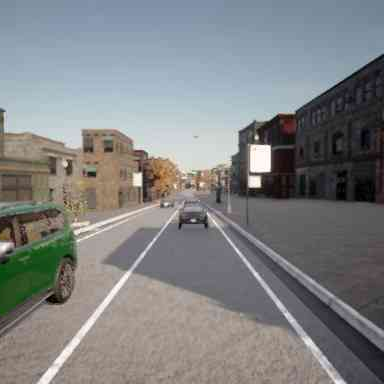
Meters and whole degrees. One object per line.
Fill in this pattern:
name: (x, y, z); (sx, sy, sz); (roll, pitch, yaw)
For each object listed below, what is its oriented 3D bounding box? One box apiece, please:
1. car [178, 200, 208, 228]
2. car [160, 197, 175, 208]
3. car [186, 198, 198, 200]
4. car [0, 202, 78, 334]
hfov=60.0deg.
car: (0.070, 1.519, 22.011); (1.812, 1.442, 4.674); (0, 0, 0)
car: (-3.516, 1.532, 47.575); (2.128, 1.511, 4.902); (0, 0, 0)
car: (-0.015, 1.502, 41.999); (1.882, 1.535, 5.008); (0, 0, 0)
car: (-3.595, 1.218, 5.202); (2.150, 2.045, 5.566); (0, 0, 0)
